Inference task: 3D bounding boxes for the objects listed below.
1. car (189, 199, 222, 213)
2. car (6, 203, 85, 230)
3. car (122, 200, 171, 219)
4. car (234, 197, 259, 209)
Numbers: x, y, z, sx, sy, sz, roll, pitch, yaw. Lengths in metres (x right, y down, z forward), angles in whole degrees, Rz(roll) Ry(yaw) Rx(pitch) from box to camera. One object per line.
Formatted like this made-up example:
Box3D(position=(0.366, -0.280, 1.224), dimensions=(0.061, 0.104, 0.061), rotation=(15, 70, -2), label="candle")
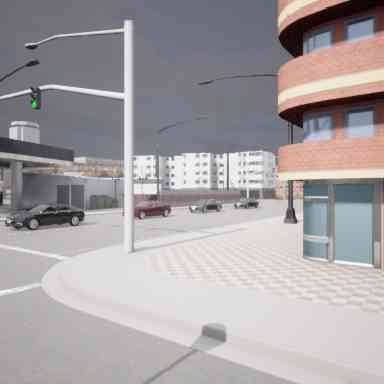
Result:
Box3D(position=(1.553, 1.491, 36.858), dimensions=(2.128, 1.511, 4.902), rotation=(0, 0, 35), label="car")
Box3D(position=(-9.191, 1.505, 21.231), dimensions=(1.837, 1.490, 4.892), rotation=(0, 0, 34), label="car")
Box3D(position=(-3.866, 1.478, 29.011), dimensions=(1.882, 1.535, 5.008), rotation=(0, 0, 34), label="car")
Box3D(position=(7.462, 1.491, 45.384), dimensions=(2.128, 1.511, 4.902), rotation=(0, 0, 35), label="car")
